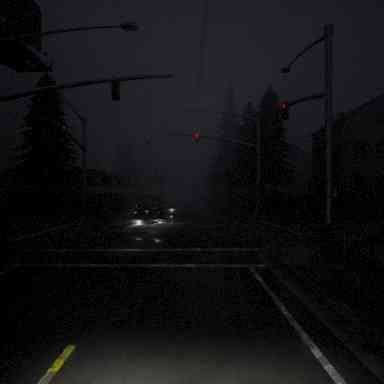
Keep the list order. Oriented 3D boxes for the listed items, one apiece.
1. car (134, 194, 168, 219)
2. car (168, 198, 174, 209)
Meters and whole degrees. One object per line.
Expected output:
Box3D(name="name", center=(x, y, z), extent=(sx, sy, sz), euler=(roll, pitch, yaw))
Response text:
Box3D(name="car", center=(-3.618, 1.220, 29.370), extent=(2.150, 2.045, 5.566), euler=(0, 0, 0))
Box3D(name="car", center=(-3.587, 1.525, 46.715), extent=(1.812, 1.442, 4.674), euler=(0, 0, 0))
